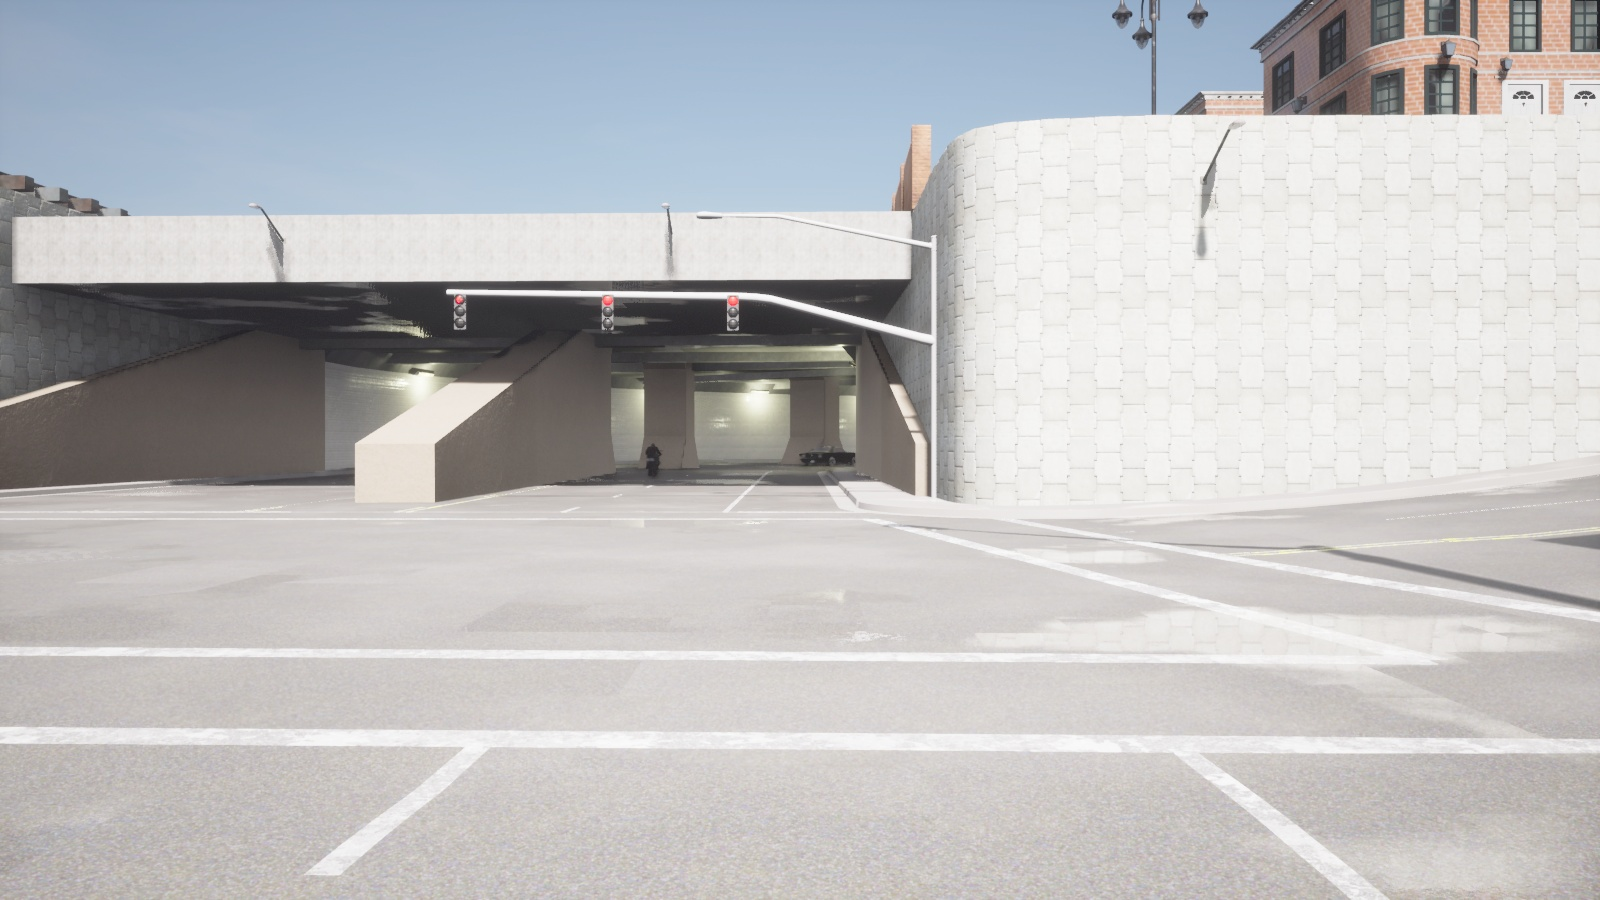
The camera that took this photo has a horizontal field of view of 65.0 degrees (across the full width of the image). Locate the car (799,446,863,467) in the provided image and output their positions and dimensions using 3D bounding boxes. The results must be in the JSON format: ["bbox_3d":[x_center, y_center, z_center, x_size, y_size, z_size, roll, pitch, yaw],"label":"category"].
[{"bbox_3d":[1.992,0.400,79.404,1.895,1.301,4.718,0,0,32],"label":"car"}]

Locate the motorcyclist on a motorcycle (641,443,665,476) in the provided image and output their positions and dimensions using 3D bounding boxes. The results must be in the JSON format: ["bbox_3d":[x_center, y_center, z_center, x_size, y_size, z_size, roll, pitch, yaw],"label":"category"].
[{"bbox_3d":[-6.885,0.443,58.942,0.866,1.530,2.191,0,0,0],"label":"motorcyclist on a motorcycle"}]
